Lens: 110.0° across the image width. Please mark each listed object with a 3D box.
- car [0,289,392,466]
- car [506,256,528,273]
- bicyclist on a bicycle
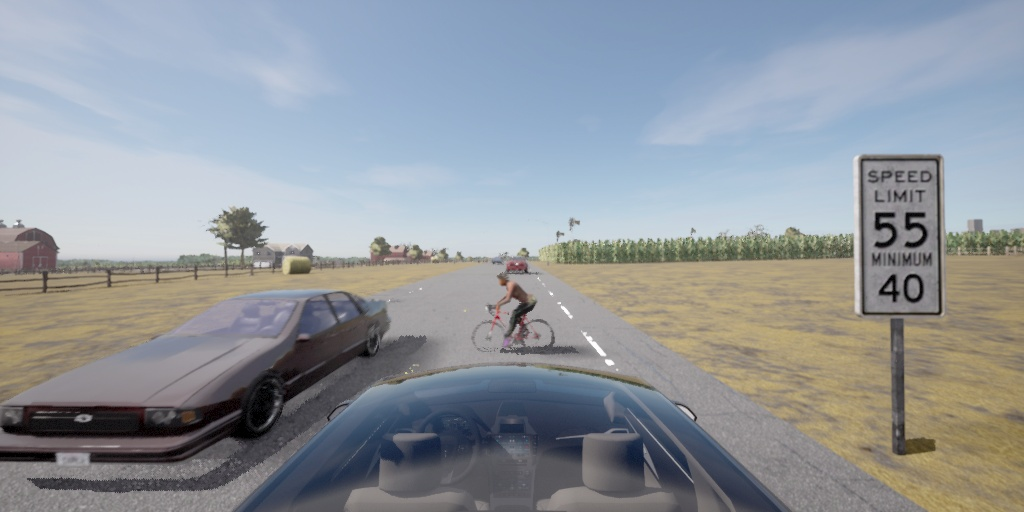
[{"bbox_3d":[-3.574,1.258,5.607,2.033,1.411,5.357,0,1,1],"label":"car"},{"bbox_3d":[0.500,0.792,36.440,2.097,1.767,4.553,0,0,1],"label":"car"},{"bbox_3d":[0.008,1.152,7.127,1.656,1.620,0.582,-2,0,1],"label":"bicyclist on a bicycle"}]
